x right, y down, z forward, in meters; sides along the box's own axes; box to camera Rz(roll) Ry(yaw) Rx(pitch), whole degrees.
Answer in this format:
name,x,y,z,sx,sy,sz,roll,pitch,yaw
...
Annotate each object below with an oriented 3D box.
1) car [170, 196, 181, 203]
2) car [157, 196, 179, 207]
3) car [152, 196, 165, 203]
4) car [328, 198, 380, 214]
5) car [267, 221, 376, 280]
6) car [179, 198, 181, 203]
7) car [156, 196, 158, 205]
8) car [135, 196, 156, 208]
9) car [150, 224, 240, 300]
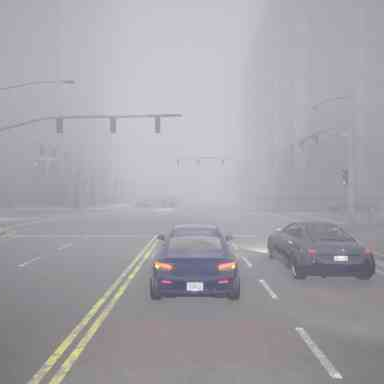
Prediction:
name,x,y,z,sx,sy,sz,roll,pitch,yaw
car,-3.351,1.564,69.253,1.994,1.385,4.181,0,0,0
car,-3.489,1.491,49.659,2.128,1.511,4.902,0,0,0
car,-6.857,1.547,68.633,2.033,1.411,5.357,0,0,0
car,16.780,1.422,34.500,5.008,1.535,1.882,0,0,0
car,3.593,1.564,9.992,1.994,1.385,4.181,0,0,0
car,-3.448,1.477,59.250,1.882,1.535,5.008,0,0,0
car,-6.957,1.505,58.186,1.837,1.490,4.892,0,0,0
car,-6.994,1.547,48.452,2.033,1.411,5.357,0,0,0
car,0.077,1.526,8.256,1.812,1.442,4.674,0,0,1
